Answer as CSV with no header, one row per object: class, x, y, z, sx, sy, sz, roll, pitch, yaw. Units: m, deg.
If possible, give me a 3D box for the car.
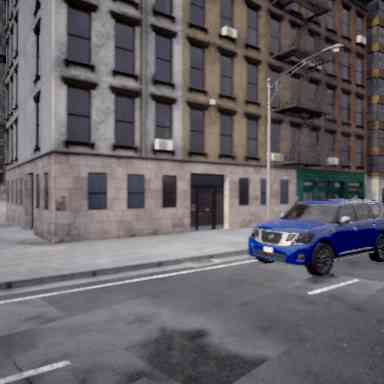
car,4.356,1.261,10.783,5.566,2.045,2.150,1,0,-35
